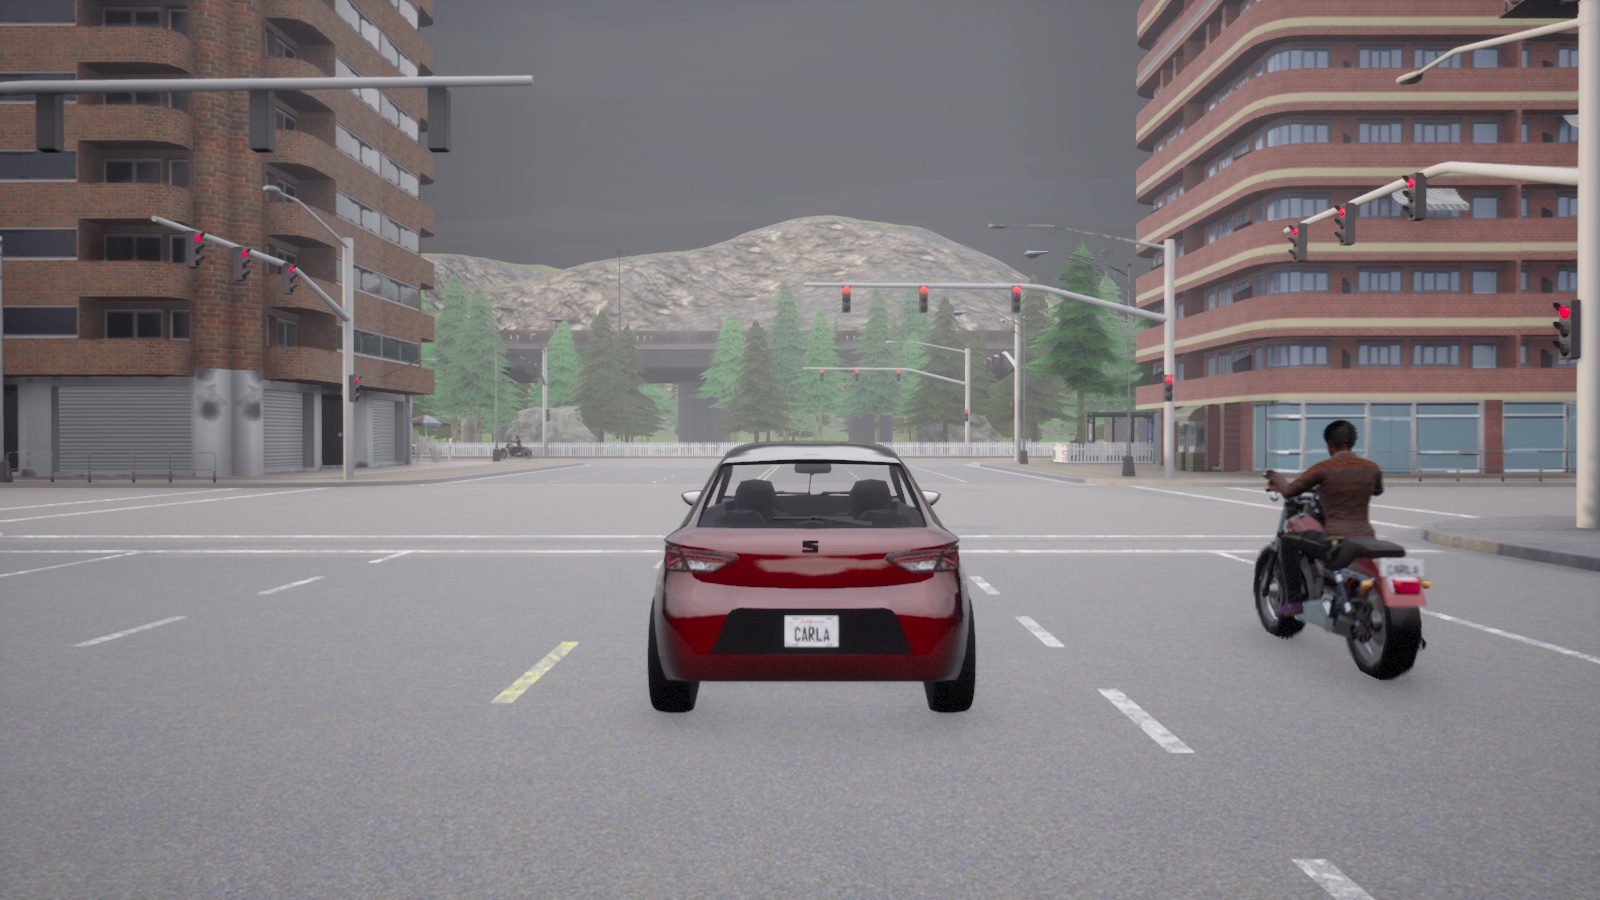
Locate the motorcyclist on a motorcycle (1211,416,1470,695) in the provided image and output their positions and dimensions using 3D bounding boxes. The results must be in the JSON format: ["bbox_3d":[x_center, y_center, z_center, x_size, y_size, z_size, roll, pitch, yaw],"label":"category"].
[{"bbox_3d":[3.576,0.614,8.592,0.766,1.649,2.350,0,0,0],"label":"motorcyclist on a motorcycle"}]

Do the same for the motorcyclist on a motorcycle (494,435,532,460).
[{"bbox_3d":[-18.737,-0.182,82.029,2.350,1.649,0.766,0,1,0],"label":"motorcyclist on a motorcycle"}]

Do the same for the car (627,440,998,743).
[{"bbox_3d":[0.073,0.678,8.249,1.816,1.474,4.193,0,1,0],"label":"car"}]

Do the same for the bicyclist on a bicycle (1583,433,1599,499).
[{"bbox_3d":[20.413,0.407,31.100,1.656,1.620,0.582,1,1,0],"label":"bicyclist on a bicycle"}]
